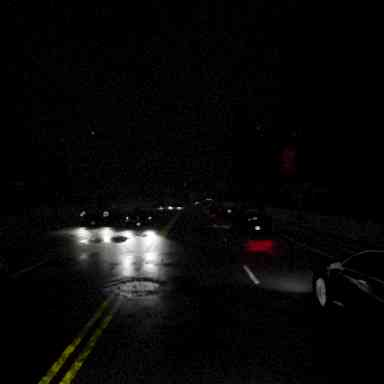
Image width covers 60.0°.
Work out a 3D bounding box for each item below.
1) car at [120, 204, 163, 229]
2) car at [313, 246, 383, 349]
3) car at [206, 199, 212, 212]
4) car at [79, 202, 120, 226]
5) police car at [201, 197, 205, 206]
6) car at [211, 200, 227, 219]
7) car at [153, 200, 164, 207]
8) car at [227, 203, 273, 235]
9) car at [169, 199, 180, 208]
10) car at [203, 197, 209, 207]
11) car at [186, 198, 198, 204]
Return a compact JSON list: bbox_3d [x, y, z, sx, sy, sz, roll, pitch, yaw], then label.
[{"bbox_3d":[-3.346,1.739,23.055,1.895,1.301,4.718,0,-1,0],"label":"car"},{"bbox_3d":[3.353,1.516,4.826,1.837,1.490,4.892,0,-1,0],"label":"car"},{"bbox_3d":[3.256,1.946,42.480,1.994,1.385,4.181,0,-1,0],"label":"car"},{"bbox_3d":[-6.594,1.505,24.376,2.097,1.767,4.553,0,-1,0],"label":"car"},{"bbox_3d":[3.259,2.136,64.604,1.930,1.638,5.238,0,-1,0],"label":"police car"},{"bbox_3d":[3.254,1.741,31.505,2.163,1.488,4.792,0,-1,0],"label":"car"},{"bbox_3d":[-6.497,2.279,65.792,2.033,1.411,5.357,0,-1,0],"label":"car"},{"bbox_3d":[3.352,1.610,19.393,1.837,1.490,4.892,0,0,0],"label":"car"},{"bbox_3d":[-3.261,2.182,64.197,1.882,1.535,5.008,0,-1,1],"label":"car"},{"bbox_3d":[3.258,2.029,53.487,2.128,1.511,4.902,0,-1,0],"label":"car"},{"bbox_3d":[0.014,2.602,95.456,1.812,1.442,4.674,0,-1,0],"label":"car"}]
